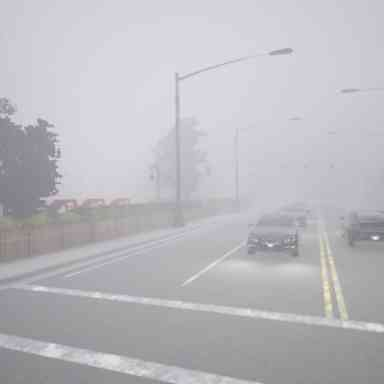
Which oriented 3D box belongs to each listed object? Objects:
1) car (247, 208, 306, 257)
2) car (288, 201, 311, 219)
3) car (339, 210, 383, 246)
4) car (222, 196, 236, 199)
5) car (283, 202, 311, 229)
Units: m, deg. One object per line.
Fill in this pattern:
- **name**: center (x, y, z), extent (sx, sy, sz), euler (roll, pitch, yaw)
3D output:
- **car**: center (3.552, 1.622, 13.793), extent (1.837, 1.490, 4.892), euler (-1, -1, 20)
- **car**: center (10.570, 1.720, 32.556), extent (1.882, 1.535, 5.008), euler (-1, -1, 21)
- **car**: center (8.157, 1.586, 15.540), extent (1.837, 1.490, 4.892), euler (-1, -1, 20)
- **car**: center (8.030, 1.834, 62.857), extent (5.566, 2.045, 2.150), euler (-1, -1, 21)
- **car**: center (7.036, 1.658, 23.123), extent (1.882, 1.535, 5.008), euler (-1, -1, 21)
